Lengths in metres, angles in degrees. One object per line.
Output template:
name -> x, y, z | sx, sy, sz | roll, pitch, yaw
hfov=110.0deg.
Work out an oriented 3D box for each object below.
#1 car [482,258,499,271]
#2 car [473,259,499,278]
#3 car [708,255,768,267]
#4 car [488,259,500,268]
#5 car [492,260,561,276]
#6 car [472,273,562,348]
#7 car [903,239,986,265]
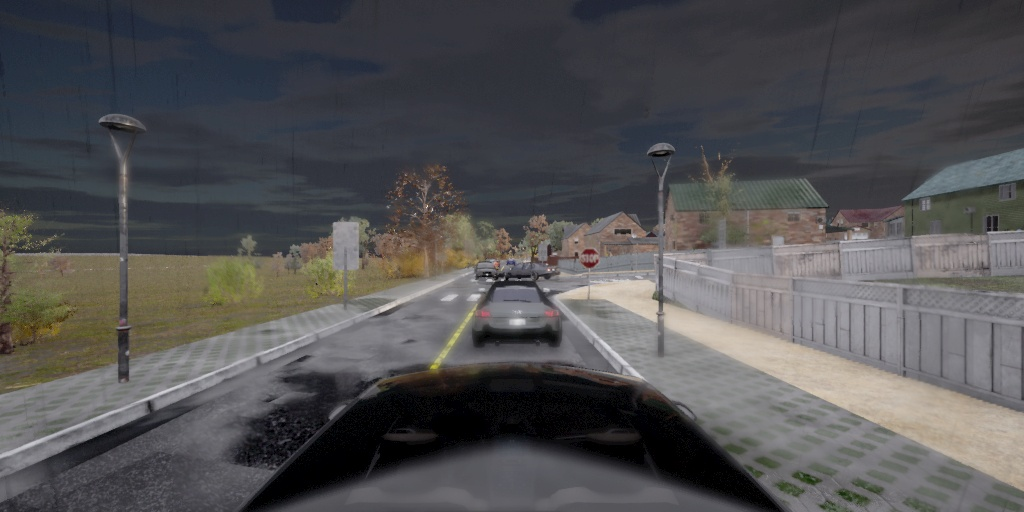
car -> -2.986, 1.121, 51.017 | 2.097, 1.767, 4.553 | 0, 0, 0
car -> -2.334, 1.258, 31.201 | 1.837, 1.490, 4.892 | 0, 0, -8
car -> 14.329, 0.413, 22.714 | 4.181, 1.385, 1.994 | -3, 0, 16
car -> -3.000, 1.257, 61.054 | 1.882, 1.535, 5.008 | 0, 0, 0
car -> 1.262, 1.198, 28.300 | 5.357, 1.411, 2.033 | -4, -3, 43
car -> 0.081, 1.313, 9.282 | 1.994, 1.385, 4.181 | 0, 0, -1
car -> 23.836, -0.208, 20.318 | 4.902, 1.511, 2.128 | -3, 0, 14
